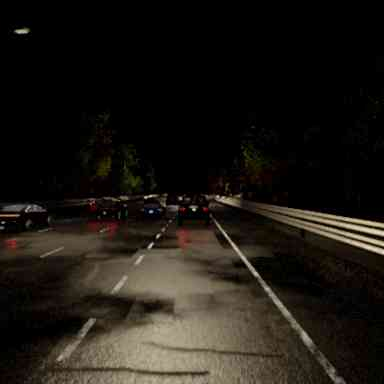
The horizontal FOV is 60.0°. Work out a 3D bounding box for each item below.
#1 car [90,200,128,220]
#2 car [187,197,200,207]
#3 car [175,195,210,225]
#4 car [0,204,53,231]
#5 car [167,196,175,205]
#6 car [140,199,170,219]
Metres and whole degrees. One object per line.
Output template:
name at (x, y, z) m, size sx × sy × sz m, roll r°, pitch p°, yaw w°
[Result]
car at (-6.827, 1.505, 28.600) m, size 1.882 × 1.535 × 5.008 m, roll 0°, pitch 0°, yaw 0°
car at (0.311, 1.607, 54.428) m, size 2.033 × 1.411 × 5.357 m, roll 0°, pitch 0°, yaw 0°
car at (0.150, 1.243, 24.164) m, size 2.150 × 2.045 × 5.566 m, roll 0°, pitch 0°, yaw 0°
car at (-10.361, 1.508, 20.743) m, size 2.128 × 1.511 × 4.902 m, roll 0°, pitch 0°, yaw 0°
car at (-3.183, 1.412, 55.529) m, size 2.097 × 1.767 × 4.553 m, roll 0°, pitch 0°, yaw 0°
car at (-3.324, 1.592, 29.141) m, size 1.994 × 1.385 × 4.181 m, roll 0°, pitch 0°, yaw 0°
